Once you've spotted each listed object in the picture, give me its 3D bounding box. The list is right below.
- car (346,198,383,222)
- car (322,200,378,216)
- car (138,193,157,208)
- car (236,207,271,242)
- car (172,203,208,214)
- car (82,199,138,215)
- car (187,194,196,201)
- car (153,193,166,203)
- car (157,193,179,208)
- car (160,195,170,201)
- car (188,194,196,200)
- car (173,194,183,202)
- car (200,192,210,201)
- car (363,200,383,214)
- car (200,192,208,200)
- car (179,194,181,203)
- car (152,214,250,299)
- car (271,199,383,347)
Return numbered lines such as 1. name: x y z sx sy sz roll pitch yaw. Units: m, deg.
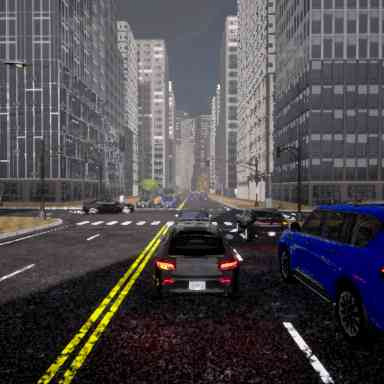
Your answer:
1. car: 16.176 1.519 28.434 5.009 1.841 2.192 1 0 1
2. car: 16.196 1.616 34.219 4.892 1.490 1.837 0 1 0
3. car: -6.669 1.318 47.873 2.097 1.767 4.553 0 0 1
4. car: 3.336 1.496 16.314 1.837 1.490 4.892 0 0 0
5. car: 0.086 1.538 17.584 2.033 1.411 5.357 0 0 0
6. car: -8.204 1.401 32.705 5.008 1.535 1.882 0 2 -15
7. car: -0.070 1.443 79.627 1.812 1.442 4.674 0 0 0
8. car: -6.575 1.164 67.930 2.150 2.045 5.566 0 0 0
9. car: -3.387 1.318 47.921 2.097 1.767 4.553 0 0 0
10. car: -6.573 1.455 81.516 2.033 1.411 5.357 0 0 0
11. car: -0.079 1.282 89.627 2.033 1.411 5.357 0 0 0
12. car: -3.319 1.285 77.418 2.097 1.767 4.553 0 0 0
13. car: 3.180 1.443 79.630 1.812 1.442 4.674 0 0 0
14. car: 21.777 1.643 36.725 4.829 1.417 1.752 1 0 1
15. car: 3.171 0.968 89.659 2.150 2.045 5.566 0 0 0
16. car: -3.385 1.503 57.394 2.033 1.411 5.357 0 0 0
17. car: 0.092 1.522 8.310 1.812 1.442 4.674 0 0 0
18. car: 3.348 1.218 6.453 2.150 2.045 5.566 0 0 0
